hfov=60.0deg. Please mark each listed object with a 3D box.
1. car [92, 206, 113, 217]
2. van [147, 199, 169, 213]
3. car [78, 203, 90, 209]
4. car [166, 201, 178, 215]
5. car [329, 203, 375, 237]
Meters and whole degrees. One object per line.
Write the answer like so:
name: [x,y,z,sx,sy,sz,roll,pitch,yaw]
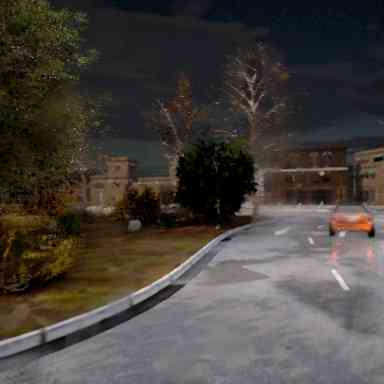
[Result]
car: [-9.952,2.391,41.454,1.946,1.575,5.366,-3,-1,16]
van: [-5.405,2.187,52.981,1.878,1.987,4.442,-3,-1,16]
car: [-12.504,2.513,42.198,1.946,1.575,5.366,-3,-1,16]
car: [-1.732,2.054,39.271,2.231,1.521,4.892,-2,-1,16]
car: [8.811,1.379,18.496,2.097,1.767,4.553,-1,-1,24]
